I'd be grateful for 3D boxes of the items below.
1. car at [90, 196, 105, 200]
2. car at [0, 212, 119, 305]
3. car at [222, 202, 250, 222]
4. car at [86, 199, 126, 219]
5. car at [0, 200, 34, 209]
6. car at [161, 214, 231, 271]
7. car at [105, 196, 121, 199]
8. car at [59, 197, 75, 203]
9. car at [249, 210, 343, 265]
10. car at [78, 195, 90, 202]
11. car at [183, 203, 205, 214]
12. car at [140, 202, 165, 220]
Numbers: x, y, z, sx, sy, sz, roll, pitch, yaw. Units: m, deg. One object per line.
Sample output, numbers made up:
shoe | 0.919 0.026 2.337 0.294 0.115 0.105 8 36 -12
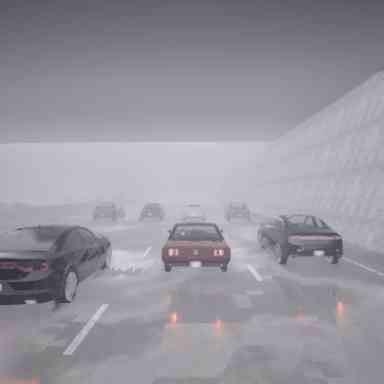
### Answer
car | -20.758 1.491 75.178 1.994 1.385 4.181 0 0 0
car | -3.401 1.504 8.239 1.882 1.535 5.008 0 0 0
car | 3.663 1.600 27.704 2.128 1.511 4.902 0 0 0
car | -6.837 1.586 27.731 2.128 1.511 4.902 0 0 0
car | -17.504 1.666 33.432 1.994 1.385 4.181 0 0 0
car | 0.116 1.643 11.048 1.895 1.301 4.718 0 0 0
car | -17.259 1.516 74.750 2.033 1.411 5.357 0 0 0
car | -27.763 1.710 73.729 1.895 1.301 4.718 0 0 0
car | 3.618 1.541 11.872 2.128 1.511 4.902 0 0 0
car | -24.257 1.434 75.191 1.837 1.490 4.892 0 0 0
car | 0.158 1.633 28.707 1.812 1.442 4.674 0 0 0
car | -3.342 1.629 28.722 1.812 1.442 4.674 0 0 0
